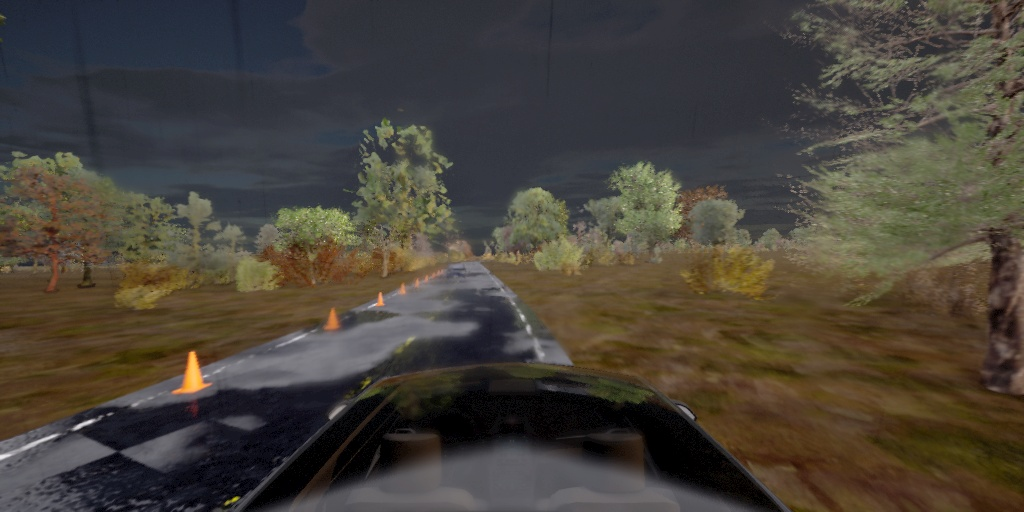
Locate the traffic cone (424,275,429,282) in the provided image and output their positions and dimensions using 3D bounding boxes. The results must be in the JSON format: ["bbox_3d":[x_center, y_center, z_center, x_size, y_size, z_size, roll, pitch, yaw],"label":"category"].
[{"bbox_3d":[-7.231,1.873,30.370,0.340,0.580,0.340,0,0,-6],"label":"traffic cone"}]

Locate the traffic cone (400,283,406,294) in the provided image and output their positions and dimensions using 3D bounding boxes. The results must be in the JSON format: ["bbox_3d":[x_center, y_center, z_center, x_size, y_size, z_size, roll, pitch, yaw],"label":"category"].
[{"bbox_3d":[-6.189,1.843,20.424,0.340,0.580,0.340,0,0,-6],"label":"traffic cone"}]

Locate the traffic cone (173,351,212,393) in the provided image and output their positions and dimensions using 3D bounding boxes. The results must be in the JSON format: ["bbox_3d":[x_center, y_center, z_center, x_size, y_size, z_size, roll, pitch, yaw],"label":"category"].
[{"bbox_3d":[-5.064,1.811,5.694,0.340,0.580,0.340,0,0,-1],"label":"traffic cone"}]

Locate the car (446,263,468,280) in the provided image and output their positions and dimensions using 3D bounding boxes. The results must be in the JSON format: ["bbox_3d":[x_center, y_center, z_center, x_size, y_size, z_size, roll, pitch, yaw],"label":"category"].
[{"bbox_3d":[-5.248,1.426,34.336,2.033,1.411,5.357,-1,0,-6],"label":"car"}]

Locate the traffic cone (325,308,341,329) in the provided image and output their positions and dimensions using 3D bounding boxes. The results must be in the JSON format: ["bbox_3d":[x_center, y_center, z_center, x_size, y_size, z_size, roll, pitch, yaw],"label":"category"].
[{"bbox_3d":[-5.271,1.818,10.583,0.340,0.580,0.340,0,0,-4],"label":"traffic cone"}]

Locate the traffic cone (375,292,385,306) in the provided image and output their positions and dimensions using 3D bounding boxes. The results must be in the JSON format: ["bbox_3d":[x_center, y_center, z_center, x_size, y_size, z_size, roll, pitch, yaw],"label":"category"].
[{"bbox_3d":[-5.670,1.829,15.460,0.340,0.580,0.340,0,0,-6],"label":"traffic cone"}]

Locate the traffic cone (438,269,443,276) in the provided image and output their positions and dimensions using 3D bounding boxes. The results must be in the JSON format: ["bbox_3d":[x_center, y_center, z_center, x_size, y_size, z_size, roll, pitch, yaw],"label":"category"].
[{"bbox_3d":[-8.273,1.903,40.316,0.340,0.580,0.340,0,0,-6],"label":"traffic cone"}]

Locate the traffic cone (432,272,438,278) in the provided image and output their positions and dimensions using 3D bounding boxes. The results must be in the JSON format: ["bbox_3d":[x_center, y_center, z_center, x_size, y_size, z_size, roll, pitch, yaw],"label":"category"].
[{"bbox_3d":[-7.752,1.888,35.343,0.340,0.580,0.340,0,0,-6],"label":"traffic cone"}]

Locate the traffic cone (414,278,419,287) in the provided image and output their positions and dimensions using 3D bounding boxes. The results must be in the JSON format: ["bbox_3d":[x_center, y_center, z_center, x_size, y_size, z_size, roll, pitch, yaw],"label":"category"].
[{"bbox_3d":[-6.710,1.858,25.397,0.340,0.580,0.340,0,0,-6],"label":"traffic cone"}]
